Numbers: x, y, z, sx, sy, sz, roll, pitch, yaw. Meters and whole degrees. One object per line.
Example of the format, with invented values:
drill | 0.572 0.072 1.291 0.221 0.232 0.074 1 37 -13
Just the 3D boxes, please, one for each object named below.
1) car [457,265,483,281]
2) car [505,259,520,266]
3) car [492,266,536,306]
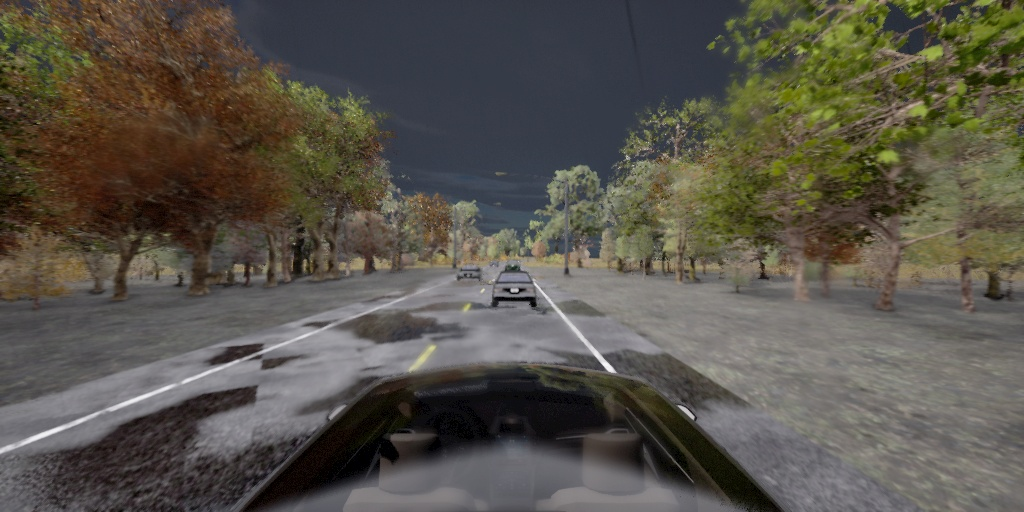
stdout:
car | -3.608 1.444 31.409 1.994 1.385 4.181 0 0 0
car | 0.065 1.313 49.556 2.097 1.767 4.553 0 0 0
car | 0.090 1.361 16.155 2.033 1.411 5.357 0 0 0
